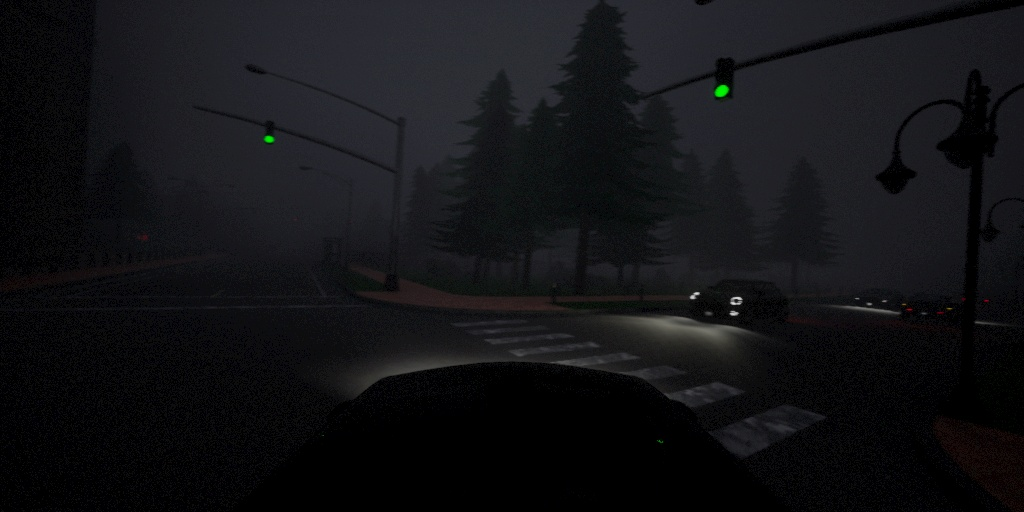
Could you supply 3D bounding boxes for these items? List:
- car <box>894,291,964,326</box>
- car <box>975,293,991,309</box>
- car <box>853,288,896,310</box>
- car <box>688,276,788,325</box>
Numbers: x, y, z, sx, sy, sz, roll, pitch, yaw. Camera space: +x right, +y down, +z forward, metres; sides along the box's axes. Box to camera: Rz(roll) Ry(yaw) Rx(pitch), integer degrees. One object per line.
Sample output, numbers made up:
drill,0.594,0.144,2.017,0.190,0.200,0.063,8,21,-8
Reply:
car,21.795,2.684,18.501,4.674,1.442,1.812,4,0,-32
car,43.973,4.182,34.290,4.718,1.301,1.895,4,0,-42
car,26.653,3.034,25.904,5.357,1.411,2.033,4,0,-33
car,9.426,1.736,14.883,4.553,1.767,2.097,4,0,-32
